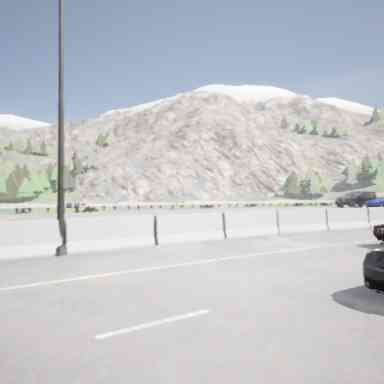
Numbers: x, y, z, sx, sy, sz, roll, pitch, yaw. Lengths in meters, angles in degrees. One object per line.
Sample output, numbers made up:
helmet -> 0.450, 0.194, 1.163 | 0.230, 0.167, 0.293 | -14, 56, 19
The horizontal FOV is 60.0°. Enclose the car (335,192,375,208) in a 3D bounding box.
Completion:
car -> 20.680, 0.966, 41.712 | 5.566, 2.045, 2.150 | 0, 1, -20

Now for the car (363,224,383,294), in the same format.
car -> 5.769, 1.471, 7.233 | 4.892, 1.490, 1.837 | 0, 1, -30

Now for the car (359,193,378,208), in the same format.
car -> 22.426, 1.259, 38.611 | 5.008, 1.535, 1.882 | 0, 0, -20

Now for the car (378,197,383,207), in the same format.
car -> 22.304, 1.414, 34.862 | 4.718, 1.301, 1.895 | 0, 1, -21
